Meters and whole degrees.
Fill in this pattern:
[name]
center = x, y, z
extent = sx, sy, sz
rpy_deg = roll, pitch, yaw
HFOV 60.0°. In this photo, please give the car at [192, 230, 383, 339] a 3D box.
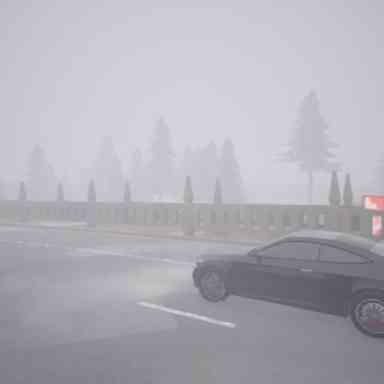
[car]
center = 2.193, 1.491, 6.480
extent = 4.674, 1.442, 1.812
rpy_deg = 0, 0, 34
